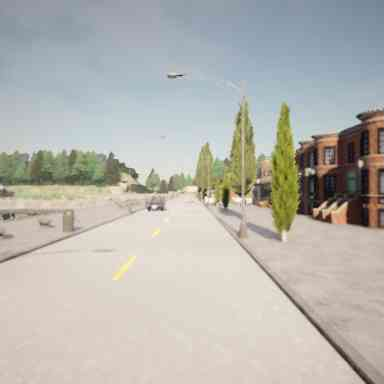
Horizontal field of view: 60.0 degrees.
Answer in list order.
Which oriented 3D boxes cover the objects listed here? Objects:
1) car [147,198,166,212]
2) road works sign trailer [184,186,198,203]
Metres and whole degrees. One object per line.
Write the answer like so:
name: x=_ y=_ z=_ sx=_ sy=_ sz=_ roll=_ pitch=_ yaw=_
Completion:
car: x=-4.101 y=1.484 z=38.914 sx=2.128 sy=1.511 sz=4.902 roll=0 pitch=0 yaw=0
road works sign trailer: x=-0.023 y=0.452 z=68.998 sx=2.380 sy=3.560 sz=2.880 roll=0 pitch=0 yaw=0
